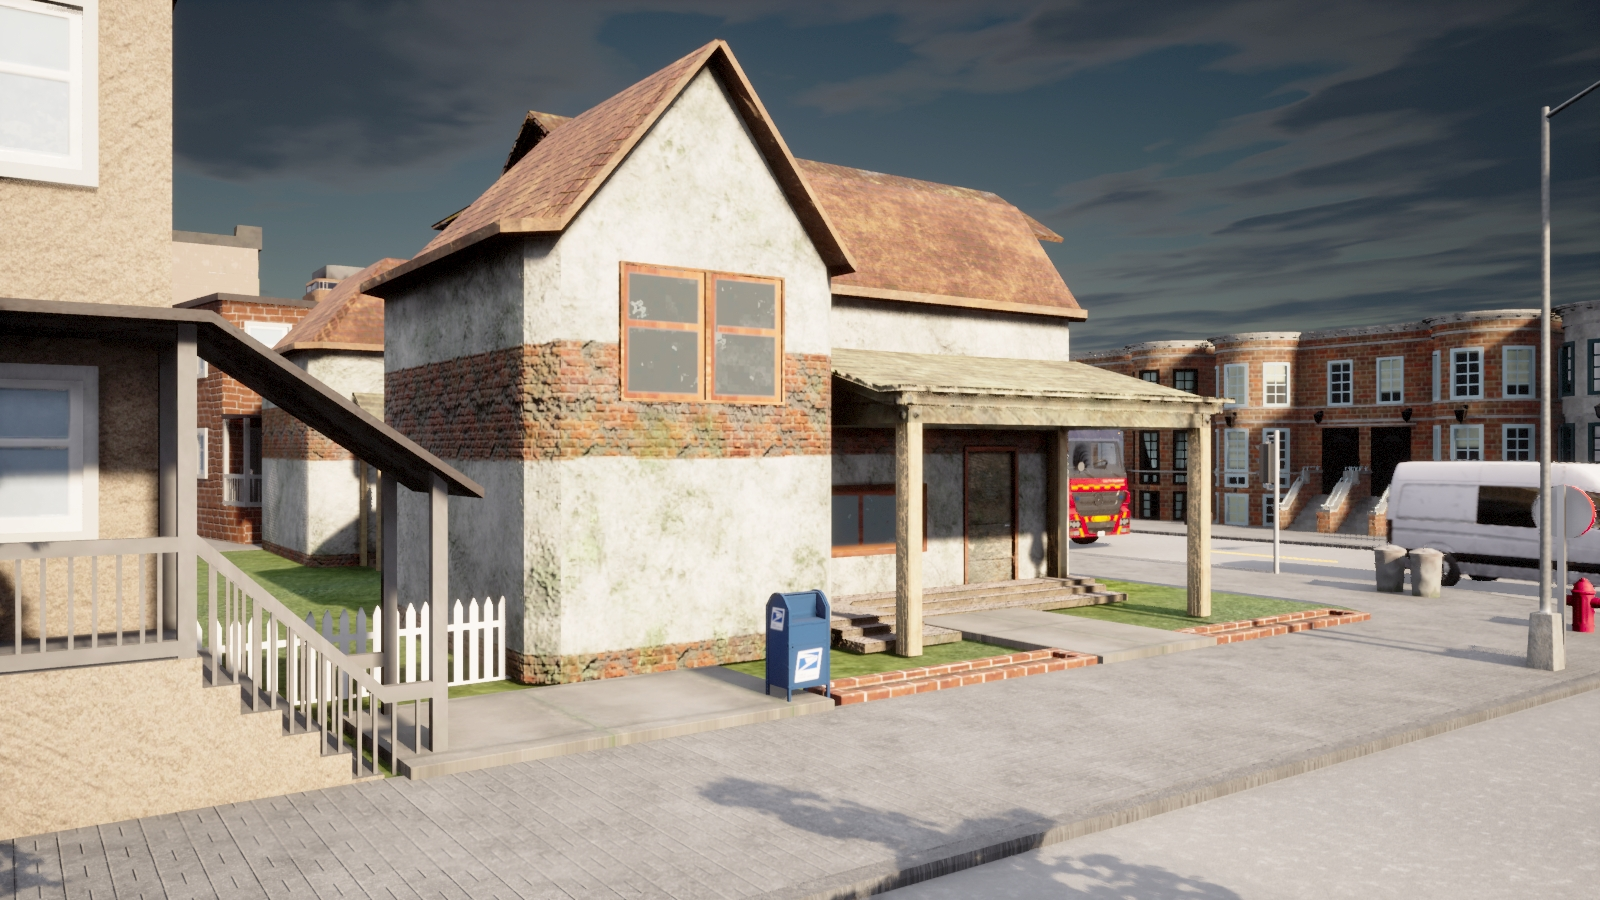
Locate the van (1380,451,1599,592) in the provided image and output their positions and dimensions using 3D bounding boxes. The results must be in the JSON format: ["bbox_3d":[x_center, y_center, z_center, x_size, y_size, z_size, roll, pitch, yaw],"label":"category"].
[{"bbox_3d":[14.761,1.305,22.356,1.988,2.561,5.915,0,0,-32],"label":"van"}]
